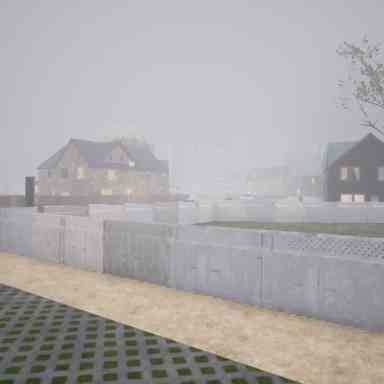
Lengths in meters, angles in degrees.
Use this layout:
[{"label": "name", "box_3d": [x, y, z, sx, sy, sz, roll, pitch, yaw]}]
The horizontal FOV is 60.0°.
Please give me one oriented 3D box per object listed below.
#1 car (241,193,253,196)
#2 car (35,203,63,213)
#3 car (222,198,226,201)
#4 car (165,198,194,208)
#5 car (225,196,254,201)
[{"label": "car", "box_3d": [9.665, 1.234, 59.235, 2.150, 2.045, 5.566, 1, 0, 3]}, {"label": "car", "box_3d": [-10.798, 1.499, 24.090, 2.033, 1.411, 5.357, 2, 1, 37]}, {"label": "car", "box_3d": [5.862, 1.530, 51.803, 1.837, 1.490, 4.892, 1, 0, 13]}, {"label": "car", "box_3d": [-1.553, 1.439, 36.542, 2.128, 1.511, 4.902, 2, 1, 34]}, {"label": "car", "box_3d": [6.558, 1.599, 44.962, 2.033, 1.411, 5.357, 1, 1, 21]}]
